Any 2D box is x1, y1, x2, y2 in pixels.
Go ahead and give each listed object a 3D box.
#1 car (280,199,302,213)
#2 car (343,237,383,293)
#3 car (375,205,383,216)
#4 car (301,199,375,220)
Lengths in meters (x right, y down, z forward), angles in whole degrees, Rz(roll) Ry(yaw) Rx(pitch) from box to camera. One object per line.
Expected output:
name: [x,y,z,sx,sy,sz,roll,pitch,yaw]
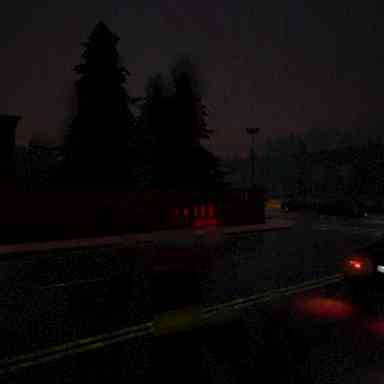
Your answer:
car: [11.509,1.506,34.813,1.837,1.490,4.892,0,0,-35]
car: [5.770,1.547,7.888,5.357,1.411,2.033,0,0,-35]
car: [16.954,1.525,33.167,1.812,1.442,4.674,0,0,-35]
car: [12.122,1.491,27.869,2.128,1.511,4.902,0,0,-35]
